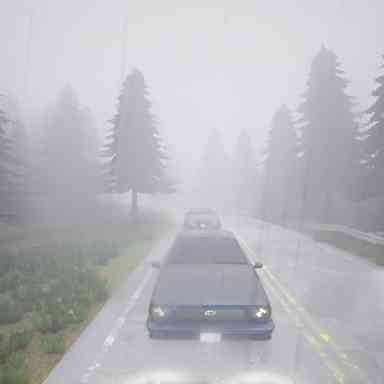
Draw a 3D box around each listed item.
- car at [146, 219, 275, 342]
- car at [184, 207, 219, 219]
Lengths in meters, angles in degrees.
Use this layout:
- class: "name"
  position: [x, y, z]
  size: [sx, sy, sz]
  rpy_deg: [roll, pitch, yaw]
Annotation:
- class: "car"
  position: [0.303, 1.558, 7.101]
  size: [2.033, 1.411, 5.357]
  rpy_deg: [0, 0, 1]
- class: "car"
  position: [0.521, 1.584, 19.370]
  size: [1.994, 1.385, 4.181]
  rpy_deg: [0, 0, -2]
